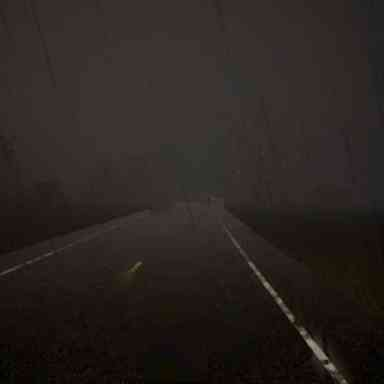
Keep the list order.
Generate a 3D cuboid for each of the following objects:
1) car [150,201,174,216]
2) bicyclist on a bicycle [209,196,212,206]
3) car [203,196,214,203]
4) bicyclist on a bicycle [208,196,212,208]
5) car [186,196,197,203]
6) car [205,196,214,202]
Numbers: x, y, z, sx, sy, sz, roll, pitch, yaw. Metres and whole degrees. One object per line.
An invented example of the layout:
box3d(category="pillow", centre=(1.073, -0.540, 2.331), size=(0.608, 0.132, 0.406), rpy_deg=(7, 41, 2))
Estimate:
box3d(category="car", centre=(-2.855, 1.570, 32.495), size=(1.994, 1.385, 4.181), rpy_deg=(0, 0, 3))
box3d(category="bicyclist on a bicycle", centre=(3.239, 1.548, 58.531), size=(0.582, 1.620, 1.656), rpy_deg=(0, -1, 4))
box3d(category="car", centre=(3.404, 1.757, 72.114), size=(1.895, 1.301, 4.718), rpy_deg=(0, 0, 6))
box3d(category="bicyclist on a bicycle", centre=(2.604, 1.509, 49.415), size=(0.582, 1.620, 1.656), rpy_deg=(0, 0, 4))
box3d(category="car", centre=(-0.056, 1.652, 72.691), size=(1.994, 1.385, 4.181), rpy_deg=(0, 0, 5))
box3d(category="car", centre=(4.385, 1.722, 82.219), size=(1.895, 1.301, 4.718), rpy_deg=(0, 0, 6))
